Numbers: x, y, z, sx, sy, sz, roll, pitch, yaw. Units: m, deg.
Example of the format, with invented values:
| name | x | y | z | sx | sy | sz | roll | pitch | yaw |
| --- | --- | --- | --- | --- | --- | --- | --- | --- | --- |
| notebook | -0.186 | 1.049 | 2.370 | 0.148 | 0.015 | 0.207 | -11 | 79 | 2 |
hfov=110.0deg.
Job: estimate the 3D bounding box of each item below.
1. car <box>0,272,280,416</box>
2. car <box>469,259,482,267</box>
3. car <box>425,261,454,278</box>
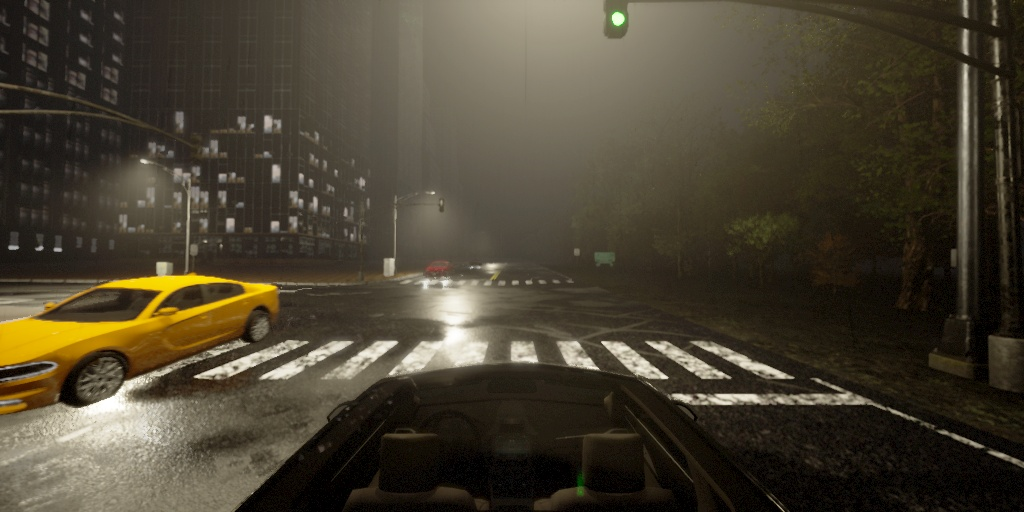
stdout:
| name | x | y | z | sx | sy | sz | roll | pitch | yaw |
| --- | --- | --- | --- | --- | --- | --- | --- | --- | --- |
| car | -6.457 | 1.143 | 6.428 | 1.882 | 1.535 | 5.008 | 2 | 3 | 0 |
| car | -6.439 | 1.153 | 62.998 | 1.994 | 1.385 | 4.181 | 0 | 1 | 0 |
| car | -6.469 | 1.187 | 32.354 | 1.882 | 1.535 | 5.008 | 0 | 1 | 0 |
